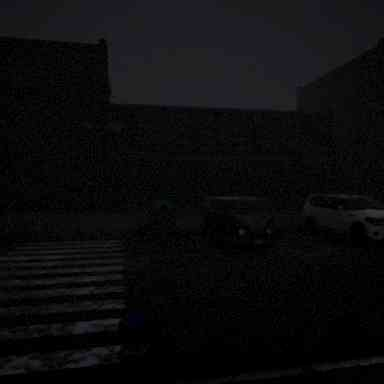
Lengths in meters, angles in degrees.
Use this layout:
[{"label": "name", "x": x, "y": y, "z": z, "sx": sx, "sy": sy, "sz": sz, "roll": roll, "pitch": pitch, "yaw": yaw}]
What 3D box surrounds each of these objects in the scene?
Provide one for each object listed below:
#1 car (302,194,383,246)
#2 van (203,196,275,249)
[{"label": "car", "x": 7.195, "y": 1.115, "z": 15.108, "sx": 2.435, "sy": 2.045, "sz": 5.566, "roll": 0, "pitch": 0, "yaw": -13}, {"label": "van", "x": 1.837, "y": 1.153, "z": 13.811, "sx": 1.878, "sy": 1.987, "sz": 4.442, "roll": 0, "pitch": 0, "yaw": -13}]
